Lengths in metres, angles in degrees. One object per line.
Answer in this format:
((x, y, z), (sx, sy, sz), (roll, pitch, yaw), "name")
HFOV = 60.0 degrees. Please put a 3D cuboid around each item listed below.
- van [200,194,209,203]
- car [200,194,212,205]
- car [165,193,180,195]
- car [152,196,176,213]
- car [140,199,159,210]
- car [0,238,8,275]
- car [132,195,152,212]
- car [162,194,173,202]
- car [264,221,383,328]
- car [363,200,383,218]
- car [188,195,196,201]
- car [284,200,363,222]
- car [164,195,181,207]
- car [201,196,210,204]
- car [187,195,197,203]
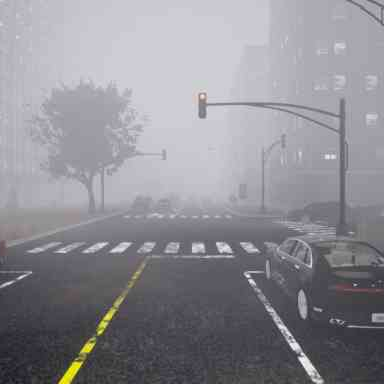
((2.674, 1.402, 72.428), (1.690, 1.788, 3.998), (0, 0, 0), "van")
((2.677, 1.610, 61.381), (1.947, 1.339, 4.313), (0, 0, 0), "car")
((-3.093, 1.263, 59.394), (2.150, 2.045, 5.566), (0, 0, -1), "car")
((-3.106, 1.525, 37.933), (1.837, 1.490, 4.892), (0, 0, 0), "car")
((-5.701, 1.592, 44.811), (1.947, 1.339, 4.313), (0, 0, 0), "car")
((-5.692, 1.545, 6.900), (1.887, 1.381, 4.507), (0, 0, 0), "car")
((-5.700, 1.336, 39.288), (2.192, 1.841, 5.009), (0, 0, 0), "car")
((-5.708, 1.386, 77.948), (2.192, 1.841, 5.009), (0, 0, 0), "car")
((2.688, 1.551, 6.902), (2.008, 1.369, 4.403), (0, 0, 0), "car")
((13.421, 1.350, 26.310), (4.403, 1.369, 2.008), (-1, 1, -1), "car")
((-0.015, 1.447, 79.033), (1.812, 1.442, 4.674), (0, 0, 0), "car")
((8.963, 1.375, 23.404), (4.892, 1.490, 1.837), (-1, 0, -4), "car")
((-3.104, 1.521, 48.140), (2.128, 1.511, 4.902), (0, 0, 0), "car")
((2.676, 1.578, 67.074), (1.752, 1.417, 4.829), (0, 0, 0), "car")
((-0.015, 1.656, 69.056), (1.895, 1.301, 4.718), (0, 0, 0), "car")
